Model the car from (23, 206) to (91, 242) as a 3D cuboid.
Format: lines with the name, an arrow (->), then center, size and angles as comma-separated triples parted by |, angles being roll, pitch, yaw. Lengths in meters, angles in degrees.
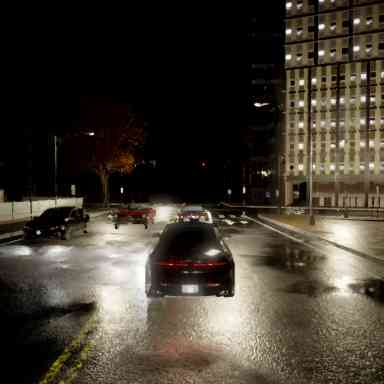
car -> -6.497, 1.503, 16.554 | 1.837, 1.490, 4.892 | 0, -1, 1

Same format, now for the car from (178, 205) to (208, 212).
car -> 0.102, 1.487, 13.323 | 2.128, 1.511, 4.902 | 0, 0, 0

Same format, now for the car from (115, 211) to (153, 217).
car -> -3.217, 1.309, 19.370 | 1.895, 1.301, 4.718 | 0, 0, 0

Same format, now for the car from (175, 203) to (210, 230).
car -> 0.039, 1.544, 22.349 | 2.033, 1.411, 5.357 | 0, 0, 0

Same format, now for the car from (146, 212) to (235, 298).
car -> -0.019, 1.502, 8.499 | 1.837, 1.490, 4.892 | 0, 0, 0
